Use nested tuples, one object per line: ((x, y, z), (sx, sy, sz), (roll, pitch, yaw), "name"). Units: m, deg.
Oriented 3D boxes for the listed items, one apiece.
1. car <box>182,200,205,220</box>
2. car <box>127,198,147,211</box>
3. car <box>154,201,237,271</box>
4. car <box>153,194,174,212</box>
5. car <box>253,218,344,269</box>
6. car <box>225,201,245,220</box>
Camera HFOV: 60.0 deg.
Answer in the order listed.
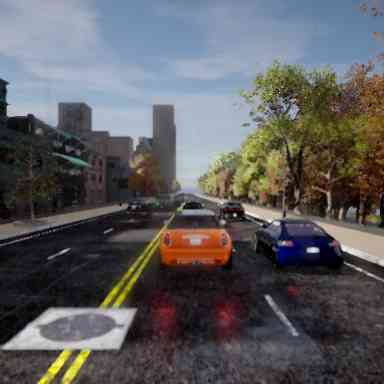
((0.100, 1.513, 29.766), (1.882, 1.535, 5.008), (0, 0, 0), "car")
((-6.588, 1.540, 40.300), (2.128, 1.511, 4.902), (0, 0, 0), "car")
((0.100, 1.365, 11.164), (2.097, 1.767, 4.553), (0, 0, 0), "car")
((-3.342, 1.266, 39.762), (2.150, 2.045, 5.566), (0, 0, 0), "car")
((3.350, 1.577, 11.195), (1.994, 1.385, 4.181), (0, 0, 0), "car")
((3.350, 1.538, 28.289), (1.837, 1.490, 4.892), (0, 0, 0), "car")
